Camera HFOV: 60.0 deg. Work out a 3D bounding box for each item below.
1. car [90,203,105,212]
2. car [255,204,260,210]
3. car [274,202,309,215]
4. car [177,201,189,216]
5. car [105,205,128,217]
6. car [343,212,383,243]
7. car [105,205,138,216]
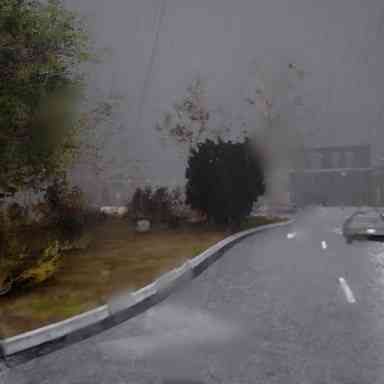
[{"bbox_3d":[-10.623,2.478,42.313,1.946,1.575,5.366,-3,-1,20],"label":"car"},{"bbox_3d":[8.591,1.895,48.652,2.185,1.767,4.553,-2,-1,19],"label":"car"},{"bbox_3d":[11.242,1.885,38.385,1.994,1.385,4.181,0,-2,-45],"label":"car"},{"bbox_3d":[-2.679,1.911,39.691,2.435,2.045,5.566,-2,-1,19],"label":"car"},{"bbox_3d":[-8.121,2.369,41.415,1.946,1.575,5.366,-2,-1,20],"label":"car"},{"bbox_3d":[8.482,1.647,16.123,1.994,1.385,4.181,-1,-1,24],"label":"car"},{"bbox_3d":[-10.152,2.666,47.743,4.181,1.385,1.994,-3,-1,20],"label":"car"}]
